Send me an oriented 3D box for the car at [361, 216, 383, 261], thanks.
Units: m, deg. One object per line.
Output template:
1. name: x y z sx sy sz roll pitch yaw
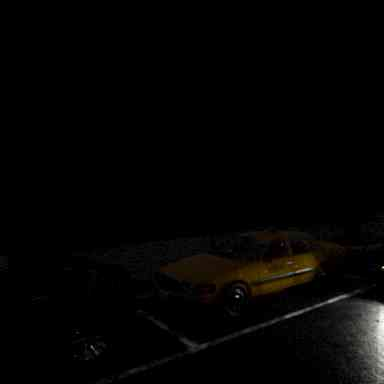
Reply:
1. car: 6.023 1.421 10.451 4.206 1.307 1.802 -1 1 -35

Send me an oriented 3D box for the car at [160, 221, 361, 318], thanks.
1. car: 1.468 1.446 7.221 4.829 1.417 1.752 -1 1 -35

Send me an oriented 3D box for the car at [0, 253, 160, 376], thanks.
1. car: -2.807 1.563 4.189 4.313 1.339 1.947 -1 1 -35

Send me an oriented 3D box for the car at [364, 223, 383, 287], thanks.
1. car: 6.381 1.407 7.592 5.357 1.411 2.033 -1 1 -35
